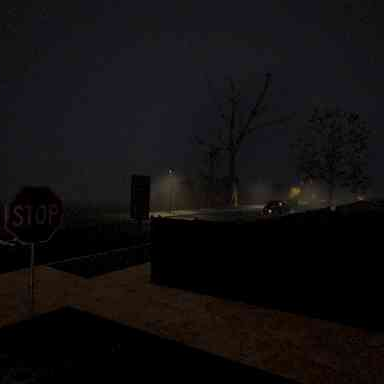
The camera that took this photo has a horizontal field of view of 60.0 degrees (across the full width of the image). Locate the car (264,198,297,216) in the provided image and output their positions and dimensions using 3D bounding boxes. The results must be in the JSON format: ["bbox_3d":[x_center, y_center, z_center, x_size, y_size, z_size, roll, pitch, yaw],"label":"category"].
[{"bbox_3d":[9.133,1.644,35.147,1.837,1.490,4.892,4,2,33],"label":"car"}]
